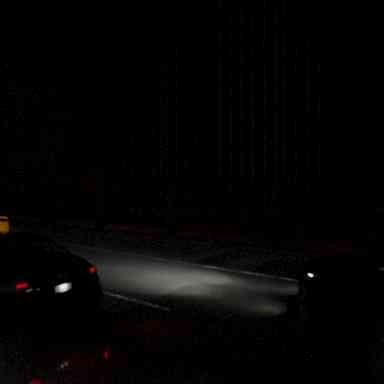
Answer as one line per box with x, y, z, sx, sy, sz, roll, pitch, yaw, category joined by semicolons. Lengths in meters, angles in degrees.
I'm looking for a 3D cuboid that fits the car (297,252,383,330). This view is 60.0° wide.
4.235;1.494;5.280;4.902;1.511;2.128;0;0;35;car

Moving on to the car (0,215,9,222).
-10.719;1.442;15.897;5.008;1.535;1.882;0;0;35;car

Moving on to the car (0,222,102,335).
-3.762;1.548;6.663;4.181;1.385;1.994;0;0;35;car
